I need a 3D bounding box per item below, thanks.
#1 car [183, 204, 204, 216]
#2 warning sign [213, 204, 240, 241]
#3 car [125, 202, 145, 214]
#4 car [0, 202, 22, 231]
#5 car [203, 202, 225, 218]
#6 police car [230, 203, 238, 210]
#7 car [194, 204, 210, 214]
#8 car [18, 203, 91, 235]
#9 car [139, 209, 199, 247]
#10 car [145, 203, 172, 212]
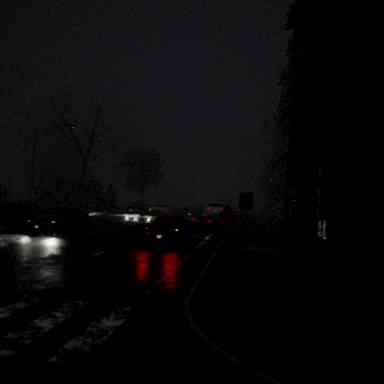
[{"bbox_3d":[0.076,2.525,43.525,1.895,1.301,4.718,3,-1,10],"label":"car"},{"bbox_3d":[1.944,1.659,18.454,1.300,1.860,1.060,3,-1,10],"label":"warning sign"},{"bbox_3d":[-6.854,1.999,42.144,2.128,1.511,4.902,3,-1,10],"label":"car"},{"bbox_3d":[-10.768,1.322,19.388,1.882,1.535,5.008,3,-1,10],"label":"car"},{"bbox_3d":[3.292,2.317,42.960,2.150,2.045,5.566,3,-1,10],"label":"car"},{"bbox_3d":[11.114,3.851,88.250,1.930,1.638,5.238,3,-1,7],"label":"police car"},{"bbox_3d":[1.703,2.731,53.305,1.812,1.442,4.674,3,-1,10],"label":"car"},{"bbox_3d":[-7.511,1.550,19.208,1.812,1.442,4.674,3,-1,10],"label":"car"},{"bbox_3d":[-1.080,1.876,17.273,1.812,1.442,4.674,3,-1,10],"label":"car"},{"bbox_3d":[-3.799,2.130,40.791,1.882,1.535,5.008,3,-1,10],"label":"car"}]
